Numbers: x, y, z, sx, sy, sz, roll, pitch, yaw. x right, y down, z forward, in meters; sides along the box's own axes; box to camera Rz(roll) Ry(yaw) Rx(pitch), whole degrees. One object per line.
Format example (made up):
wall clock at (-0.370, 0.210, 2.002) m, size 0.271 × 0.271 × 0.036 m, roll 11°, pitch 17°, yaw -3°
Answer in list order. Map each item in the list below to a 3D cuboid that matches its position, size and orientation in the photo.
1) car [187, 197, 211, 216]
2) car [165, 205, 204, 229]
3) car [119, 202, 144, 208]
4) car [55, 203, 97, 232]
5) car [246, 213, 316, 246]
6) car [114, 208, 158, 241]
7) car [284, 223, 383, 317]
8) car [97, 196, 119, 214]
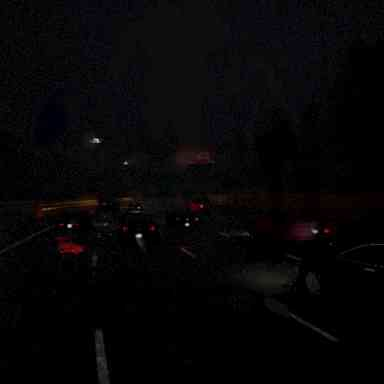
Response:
car at (0.679, 1.589, 36.865) m, size 2.150 × 2.045 × 5.566 m, roll 0°, pitch -1°, yaw -7°
car at (-0.774, 1.832, 23.685) m, size 1.895 × 1.301 × 4.718 m, roll 0°, pitch -1°, yaw -12°
car at (-6.172, 1.806, 35.476) m, size 2.128 × 1.511 × 4.902 m, roll 0°, pitch -1°, yaw -7°
car at (-7.442, 1.676, 21.333) m, size 1.837 × 1.490 × 4.892 m, roll 0°, pitch 0°, yaw -11°
car at (4.506, 1.737, 16.359) m, size 2.033 × 1.411 × 5.357 m, roll 0°, pitch -1°, yaw -15°
car at (-3.012, 1.760, 17.676) m, size 1.895 × 1.301 × 4.718 m, roll 0°, pitch -1°, yaw -14°
car at (3.974, 1.591, 6.112) m, size 1.837 × 1.490 × 4.892 m, roll 0°, pitch -1°, yaw -19°
car at (-10.208, 1.561, 40.604) m, size 2.150 × 2.045 × 5.566 m, roll 0°, pitch -1°, yaw -4°
